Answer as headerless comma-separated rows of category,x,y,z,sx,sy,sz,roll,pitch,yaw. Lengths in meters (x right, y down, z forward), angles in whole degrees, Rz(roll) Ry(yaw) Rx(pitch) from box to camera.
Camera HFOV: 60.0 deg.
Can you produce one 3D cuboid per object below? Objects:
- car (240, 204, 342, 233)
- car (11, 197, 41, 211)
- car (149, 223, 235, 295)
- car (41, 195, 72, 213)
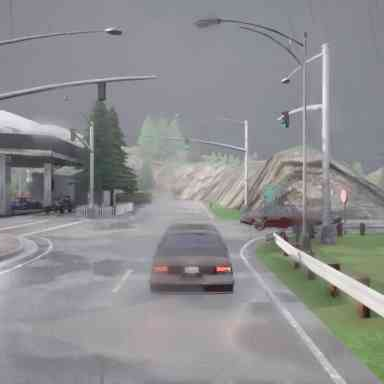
car,5.270,1.380,18.174,5.357,1.411,2.033,-1,0,39
car,-20.250,1.480,40.744,2.242,1.667,4.611,0,0,-1
car,-0.002,1.547,8.893,2.033,1.411,5.357,0,0,0
car,-14.541,1.313,36.468,1.905,1.878,3.866,0,0,-1
